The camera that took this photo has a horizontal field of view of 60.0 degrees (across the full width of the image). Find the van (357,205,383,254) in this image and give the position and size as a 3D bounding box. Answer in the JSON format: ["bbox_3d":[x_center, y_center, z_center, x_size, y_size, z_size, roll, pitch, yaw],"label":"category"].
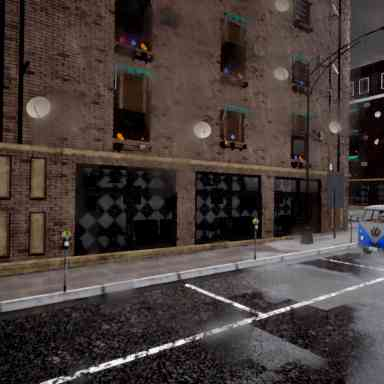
[{"bbox_3d":[7.635,1.345,12.093,3.998,1.788,1.690,0,1,-35],"label":"van"}]
